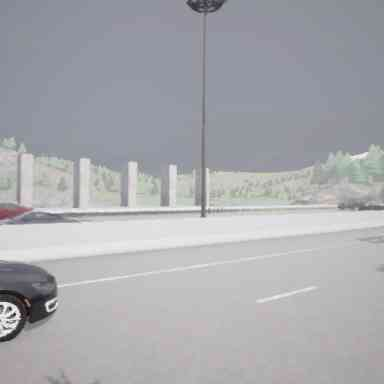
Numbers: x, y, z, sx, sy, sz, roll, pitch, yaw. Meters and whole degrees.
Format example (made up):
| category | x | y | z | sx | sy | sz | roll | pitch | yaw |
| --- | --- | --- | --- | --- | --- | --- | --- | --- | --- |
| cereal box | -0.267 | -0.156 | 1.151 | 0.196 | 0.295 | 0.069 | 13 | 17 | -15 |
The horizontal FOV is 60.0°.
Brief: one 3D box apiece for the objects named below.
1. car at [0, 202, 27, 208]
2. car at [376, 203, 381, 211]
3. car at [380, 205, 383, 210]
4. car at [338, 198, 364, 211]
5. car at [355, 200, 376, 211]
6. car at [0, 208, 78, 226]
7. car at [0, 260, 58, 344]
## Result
| category | x | y | z | sx | sy | sz | roll | pitch | yaw |
| --- | --- | --- | --- | --- | --- | --- | --- | --- | --- |
| car | -14.065 | 1.510 | 24.056 | 5.008 | 1.535 | 1.882 | 1 | -1 | -36 |
| car | 28.837 | 2.245 | 47.159 | 5.357 | 1.411 | 2.033 | 1 | -1 | -37 |
| car | 11.667 | 1.615 | 16.577 | 4.553 | 1.767 | 2.097 | 1 | 0 | -37 |
| car | 25.838 | 1.935 | 53.630 | 5.566 | 2.045 | 2.150 | 1 | -1 | -36 |
| car | 27.099 | 2.304 | 50.220 | 4.718 | 1.301 | 1.895 | 1 | -1 | -36 |
| car | -7.570 | 1.604 | 15.794 | 4.181 | 1.385 | 1.994 | 1 | -1 | -36 |
| car | -4.550 | 1.491 | 4.797 | 4.892 | 1.490 | 1.837 | 1 | 0 | -36 |
